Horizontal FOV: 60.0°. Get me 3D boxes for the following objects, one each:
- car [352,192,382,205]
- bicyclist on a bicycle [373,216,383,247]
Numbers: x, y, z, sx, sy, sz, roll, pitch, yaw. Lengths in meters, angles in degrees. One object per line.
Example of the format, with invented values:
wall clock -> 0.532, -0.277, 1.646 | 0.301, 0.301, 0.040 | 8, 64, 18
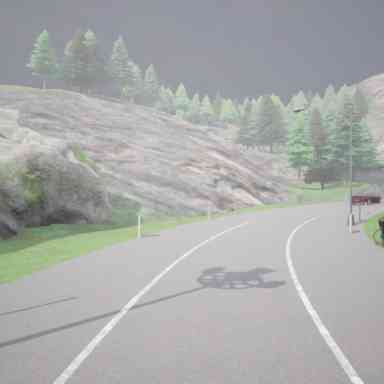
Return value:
car -> 21.322, 0.741, 40.600 | 5.008, 1.535, 1.882 | -2, 1, -38
bicyclist on a bicycle -> 7.949, 1.367, 13.114 | 0.582, 1.620, 1.656 | -3, -1, -34
